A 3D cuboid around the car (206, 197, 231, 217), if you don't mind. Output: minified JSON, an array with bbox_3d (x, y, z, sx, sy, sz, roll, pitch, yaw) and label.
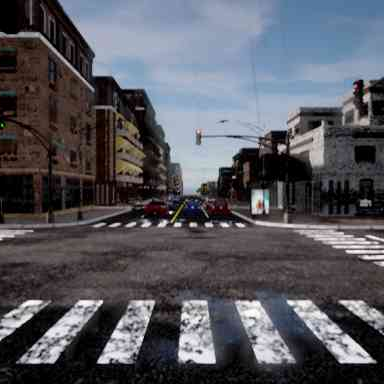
[{"bbox_3d":[2.632,1.465,31.877,1.967,1.590,4.097,0,0,0],"label":"car"}]

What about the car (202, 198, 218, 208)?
[{"bbox_3d":[2.605,1.600,48.967,2.008,1.369,4.403,0,0,0],"label":"car"}]

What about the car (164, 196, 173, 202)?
[{"bbox_3d":[-5.832,1.641,82.950,1.752,1.417,4.829,-1,0,0],"label":"car"}]

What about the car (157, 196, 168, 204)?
[{"bbox_3d":[-5.803,1.604,65.861,1.752,1.417,4.829,0,0,0],"label":"car"}]

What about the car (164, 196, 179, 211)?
[{"bbox_3d":[-3.164,1.586,42.150,2.033,1.411,5.357,0,0,0],"label":"car"}]

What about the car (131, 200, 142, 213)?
[{"bbox_3d":[-5.757,1.583,37.548,2.008,1.369,4.403,0,0,0],"label":"car"}]

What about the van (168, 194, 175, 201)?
[{"bbox_3d":[-5.852,1.485,94.514,1.690,1.788,3.998,-1,0,0],"label":"van"}]

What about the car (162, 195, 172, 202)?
[{"bbox_3d":[-5.824,1.543,77.423,1.967,1.590,4.097,0,0,0],"label":"car"}]

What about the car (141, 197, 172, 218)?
[{"bbox_3d":[-3.148,1.501,30.662,1.882,1.535,5.008,0,0,0],"label":"car"}]

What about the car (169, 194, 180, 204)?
[{"bbox_3d":[-3.117,1.622,63.792,2.033,1.411,5.357,0,0,0],"label":"car"}]

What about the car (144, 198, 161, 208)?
[{"bbox_3d":[-5.775,1.600,48.941,2.008,1.369,4.403,0,0,0],"label":"car"}]

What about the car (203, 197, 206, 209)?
[{"bbox_3d":[2.614,1.622,43.270,1.802,1.307,4.206,0,0,0],"label":"car"}]

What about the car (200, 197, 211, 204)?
[{"bbox_3d":[2.577,1.630,66.057,2.008,1.369,4.403,-1,0,0],"label":"car"}]

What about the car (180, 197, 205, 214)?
[{"bbox_3d":[0.045,1.577,35.324,2.033,1.411,5.357,0,0,0],"label":"car"}]
